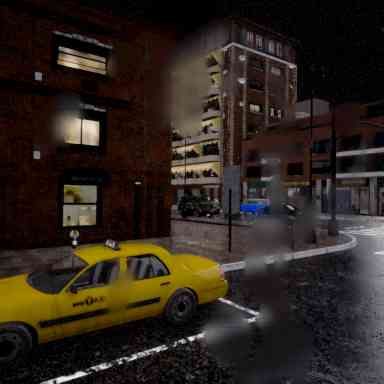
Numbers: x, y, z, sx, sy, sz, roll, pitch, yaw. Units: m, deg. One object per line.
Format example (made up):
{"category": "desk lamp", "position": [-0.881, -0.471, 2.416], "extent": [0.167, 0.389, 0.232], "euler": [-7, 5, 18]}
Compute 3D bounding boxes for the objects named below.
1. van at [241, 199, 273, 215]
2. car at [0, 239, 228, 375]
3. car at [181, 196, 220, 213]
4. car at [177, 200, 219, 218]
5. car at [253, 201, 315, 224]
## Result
{"category": "van", "position": [7.129, 1.657, 36.646], "extent": [1.690, 1.788, 3.998], "euler": [1, -1, -35]}
{"category": "car", "position": [-1.595, 1.526, 5.572], "extent": [4.829, 1.417, 1.752], "euler": [0, 1, -35]}
{"category": "car", "position": [0.698, 1.463, 35.794], "extent": [2.150, 2.045, 5.566], "euler": [1, -1, -34]}
{"category": "car", "position": [0.231, 1.732, 31.886], "extent": [1.947, 1.339, 4.313], "euler": [1, -1, -35]}
{"category": "car", "position": [7.325, 1.654, 26.181], "extent": [1.812, 1.442, 4.674], "euler": [1, -1, -35]}
